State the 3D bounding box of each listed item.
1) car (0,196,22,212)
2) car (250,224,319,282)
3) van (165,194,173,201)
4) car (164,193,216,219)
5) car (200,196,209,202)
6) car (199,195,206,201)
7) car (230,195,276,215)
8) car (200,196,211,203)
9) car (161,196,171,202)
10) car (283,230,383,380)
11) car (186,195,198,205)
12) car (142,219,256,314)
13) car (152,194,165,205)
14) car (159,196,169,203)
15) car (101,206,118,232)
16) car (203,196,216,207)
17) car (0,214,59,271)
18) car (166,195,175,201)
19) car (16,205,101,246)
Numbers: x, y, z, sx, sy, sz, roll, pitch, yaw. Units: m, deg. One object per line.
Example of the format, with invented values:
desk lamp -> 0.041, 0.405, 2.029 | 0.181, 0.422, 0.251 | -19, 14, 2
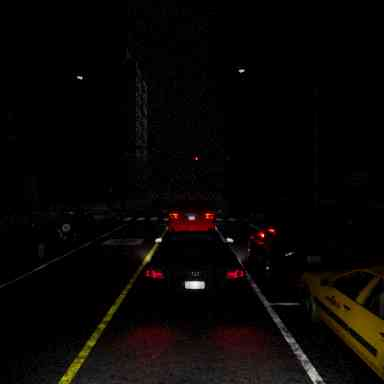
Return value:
car -> -17.941, 1.172, 31.941 | 4.902, 1.511, 2.128 | 1, 0, 0
car -> 2.754, 1.566, 9.585 | 1.947, 1.339, 4.313 | 0, 0, 0
van -> -5.824, 1.372, 85.087 | 1.690, 1.788, 3.998 | 0, 0, 0
car -> -0.009, 1.223, 17.131 | 2.150, 2.045, 5.566 | 0, 0, 0
car -> 2.709, 1.568, 74.217 | 1.887, 1.381, 4.507 | 0, 0, 0
car -> 2.701, 1.557, 85.262 | 1.752, 1.417, 4.829 | 0, 0, 0
car -> 6.912, 1.387, 35.925 | 5.566, 2.045, 2.150 | 1, 1, 9
car -> 2.713, 1.571, 68.779 | 2.008, 1.369, 4.403 | 0, 0, 0
car -> -5.816, 1.549, 74.041 | 1.752, 1.417, 4.829 | 0, 0, 0
car -> 2.758, 1.525, 4.298 | 1.752, 1.417, 4.829 | 0, 0, 0
car -> 0.049, 1.367, 59.116 | 2.097, 1.767, 4.553 | 0, 0, 0
car -> 0.054, 1.564, 7.711 | 1.994, 1.385, 4.181 | 0, 0, 0
car -> -5.805, 1.330, 57.899 | 2.192, 1.841, 5.009 | 0, 0, 0
car -> -5.812, 1.602, 68.773 | 1.802, 1.307, 4.206 | 0, 0, 0
car -> -5.778, 1.527, 20.321 | 1.752, 1.417, 4.829 | 0, 0, 0
car -> 2.724, 1.452, 52.467 | 1.967, 1.590, 4.097 | 0, 0, 0
car -> -5.771, 1.545, 9.577 | 1.887, 1.381, 4.507 | 0, 0, 0
car -> -5.828, 1.586, 90.524 | 2.008, 1.369, 4.403 | 0, 0, 0
car -> -5.775, 1.441, 15.034 | 1.967, 1.590, 4.097 | 0, 0, 0
